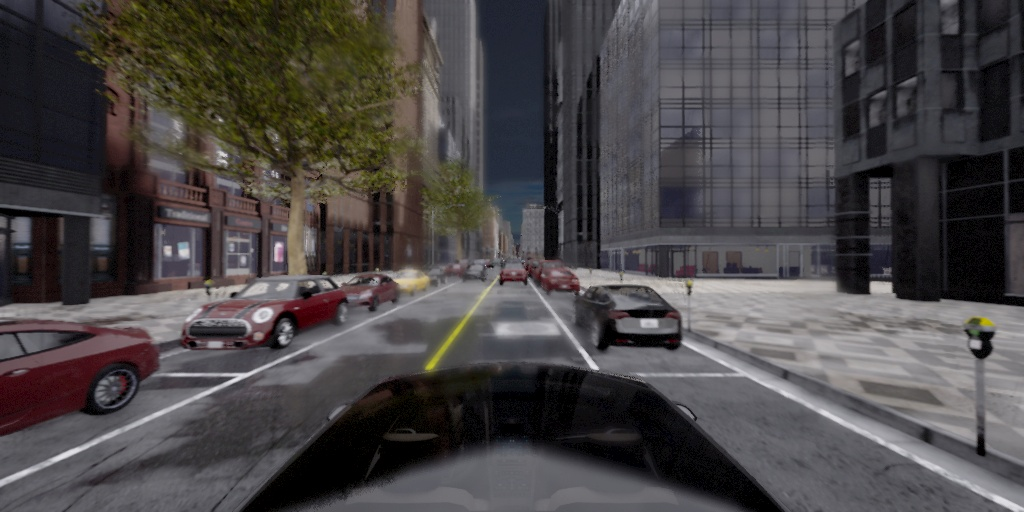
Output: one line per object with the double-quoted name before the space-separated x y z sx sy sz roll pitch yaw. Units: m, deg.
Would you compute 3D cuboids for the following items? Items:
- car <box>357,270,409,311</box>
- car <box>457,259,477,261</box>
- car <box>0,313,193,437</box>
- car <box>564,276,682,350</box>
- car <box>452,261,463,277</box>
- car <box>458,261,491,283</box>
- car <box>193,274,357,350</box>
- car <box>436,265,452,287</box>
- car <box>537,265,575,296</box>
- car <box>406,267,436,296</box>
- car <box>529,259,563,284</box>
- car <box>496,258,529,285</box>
"car" -5.853 1.410 14.703 1.802 1.307 4.207 0 0 0
"car" -5.842 1.338 42.899 2.192 1.841 5.009 0 0 0
"car" -5.858 1.341 3.424 1.802 1.307 4.207 0 0 0
"car" 2.670 1.360 9.055 1.948 1.339 4.313 0 0 0
"car" -5.844 1.528 37.260 1.888 1.381 4.507 0 0 0
"car" -3.089 1.441 30.563 1.837 1.490 4.892 0 0 0
"car" -5.856 1.232 9.063 1.967 1.591 4.097 0 0 0
"car" -5.849 1.469 25.981 1.948 1.339 4.313 0 0 0
"car" 2.674 1.412 20.332 1.888 1.381 4.507 0 0 0
"car" -5.851 1.390 20.171 1.751 1.417 4.829 0 0 0
"car" 2.677 1.220 25.971 2.192 1.841 5.009 0 0 0
"car" 0.110 1.269 27.876 2.097 1.767 4.553 0 0 0
